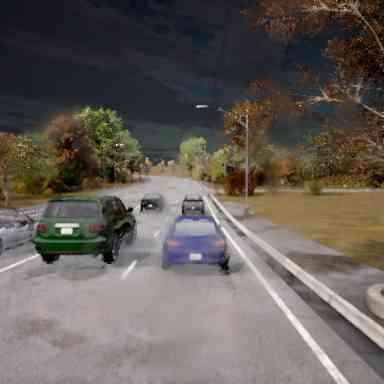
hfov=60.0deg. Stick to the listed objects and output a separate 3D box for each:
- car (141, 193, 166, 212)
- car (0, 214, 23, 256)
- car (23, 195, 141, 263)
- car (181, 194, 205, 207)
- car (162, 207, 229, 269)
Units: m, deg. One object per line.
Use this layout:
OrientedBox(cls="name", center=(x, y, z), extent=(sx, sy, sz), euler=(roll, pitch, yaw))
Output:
OrientedBox(cls="car", center=(-3.409, 0.838, 29.721), extent=(1.882, 1.535, 5.008), euler=(0, 3, 0))
OrientedBox(cls="car", center=(-7.104, 1.498, 12.148), extent=(1.895, 1.301, 4.718), euler=(0, 0, 0))
OrientedBox(cls="car", center=(-3.405, 1.123, 11.726), extent=(2.150, 2.045, 5.566), euler=(0, 1, 0))
OrientedBox(cls="car", center=(0.090, 0.920, 28.562), extent=(2.128, 1.511, 4.902), euler=(0, 3, 0))
OrientedBox(cls="car", center=(0.094, 1.435, 10.625), extent=(1.812, 1.442, 4.674), euler=(0, 1, 0))
